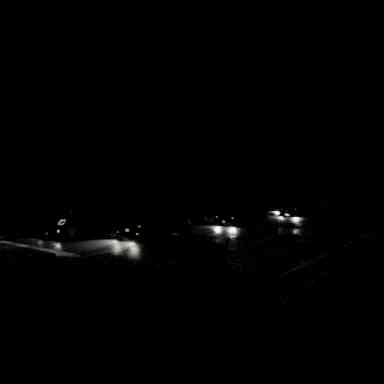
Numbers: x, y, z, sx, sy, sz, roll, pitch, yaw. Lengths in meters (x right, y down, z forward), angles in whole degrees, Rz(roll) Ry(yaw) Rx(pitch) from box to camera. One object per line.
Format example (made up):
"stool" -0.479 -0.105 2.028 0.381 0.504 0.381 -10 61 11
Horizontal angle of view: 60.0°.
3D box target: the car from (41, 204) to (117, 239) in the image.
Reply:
"car" -5.899 1.507 18.456 2.097 1.767 4.553 -1 0 39

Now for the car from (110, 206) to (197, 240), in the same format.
"car" -1.939 1.683 17.793 1.994 1.385 4.181 -1 0 39

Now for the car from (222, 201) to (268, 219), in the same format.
"car" 5.273 1.656 32.369 2.033 1.411 5.357 -1 0 39

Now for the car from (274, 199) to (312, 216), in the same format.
"car" 10.376 1.546 33.128 1.837 1.490 4.892 -1 0 39

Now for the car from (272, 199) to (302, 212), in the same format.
"car" 11.525 1.565 40.151 1.994 1.385 4.181 -1 0 38

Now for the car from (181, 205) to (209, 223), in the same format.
"car" -0.521 1.712 25.161 1.994 1.385 4.181 -1 0 38

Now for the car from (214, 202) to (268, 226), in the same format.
"car" 3.844 1.656 24.998 2.033 1.411 5.357 -1 0 39
